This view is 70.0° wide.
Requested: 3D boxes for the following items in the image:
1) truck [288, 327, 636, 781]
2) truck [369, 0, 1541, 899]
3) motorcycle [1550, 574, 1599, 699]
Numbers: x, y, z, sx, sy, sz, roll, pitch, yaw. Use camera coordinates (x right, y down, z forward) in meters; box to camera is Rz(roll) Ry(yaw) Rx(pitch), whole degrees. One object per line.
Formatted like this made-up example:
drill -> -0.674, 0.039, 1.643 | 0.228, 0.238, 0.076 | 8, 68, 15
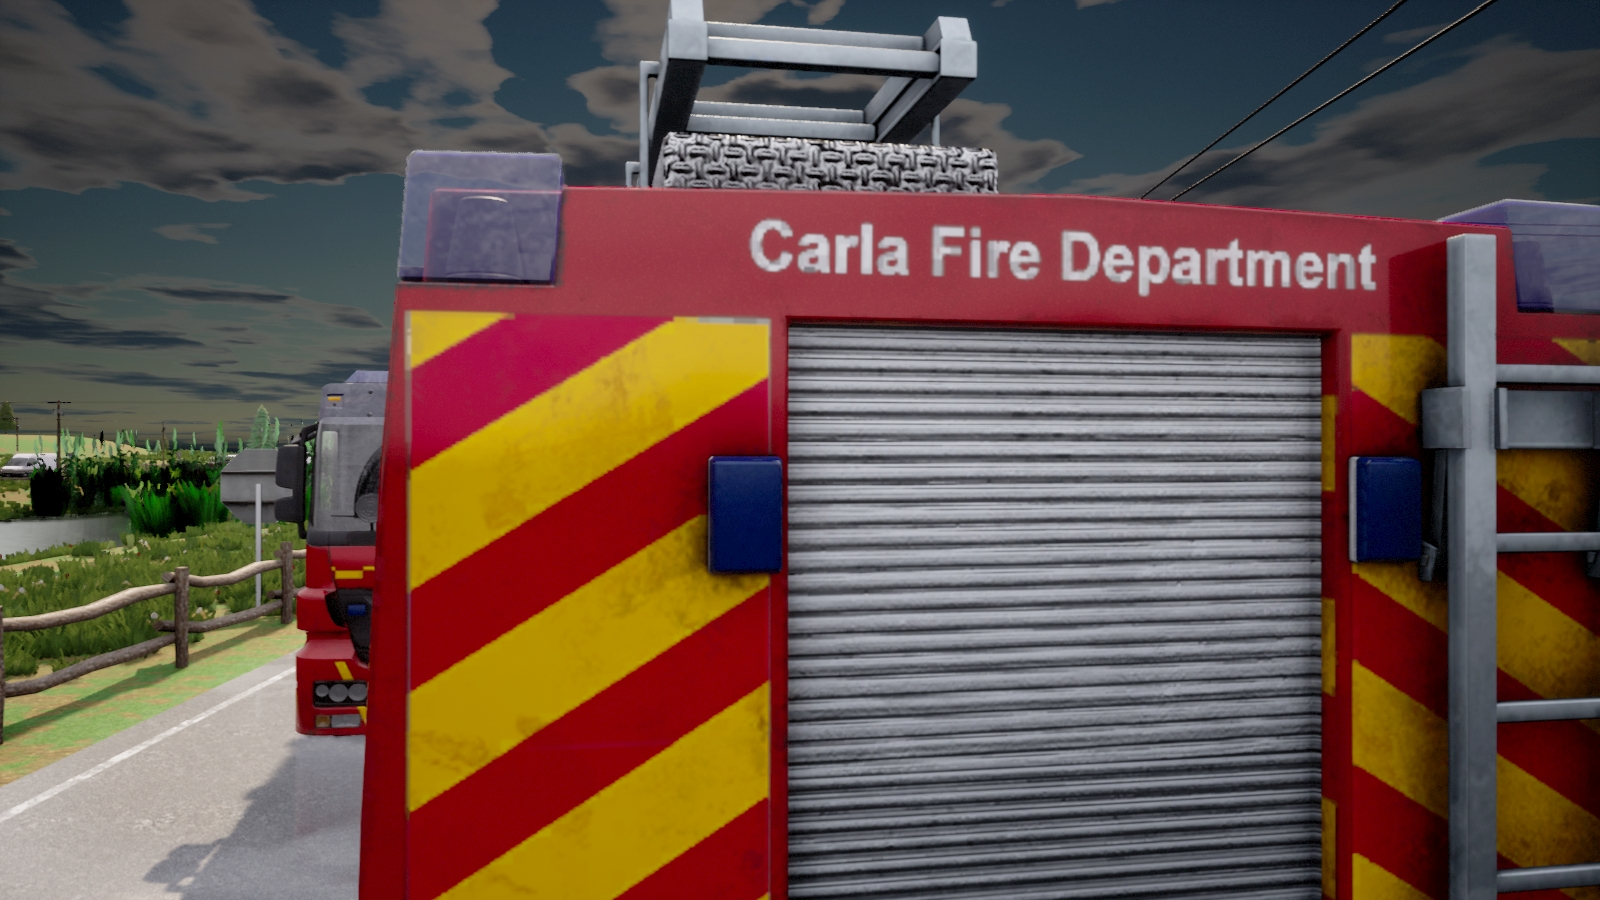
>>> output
truck -> -3.842, 0.863, 14.077 | 2.891, 3.827, 8.468 | 0, 0, -13
truck -> -0.278, 0.865, 6.863 | 2.891, 3.827, 8.468 | 0, 0, -11
motorcycle -> 9.858, 2.144, 13.248 | 1.805, 1.316, 0.856 | 0, 0, -7
